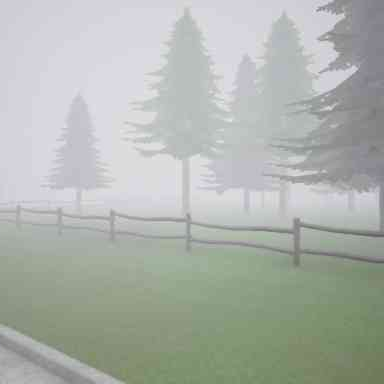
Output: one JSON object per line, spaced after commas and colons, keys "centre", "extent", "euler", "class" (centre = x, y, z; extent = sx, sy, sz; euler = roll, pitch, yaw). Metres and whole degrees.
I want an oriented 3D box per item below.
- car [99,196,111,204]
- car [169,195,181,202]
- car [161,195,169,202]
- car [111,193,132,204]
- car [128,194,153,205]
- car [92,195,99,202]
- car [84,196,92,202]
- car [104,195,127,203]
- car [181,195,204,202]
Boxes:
{"centre": [-14.516, 1.494, 63.183], "extent": [2.128, 1.511, 4.902], "euler": [0, 0, 35], "class": "car"}
{"centre": [-2.247, 1.418, 74.252], "extent": [1.882, 1.535, 5.008], "euler": [0, 0, 36], "class": "car"}
{"centre": [-5.068, 1.418, 76.324], "extent": [1.882, 1.535, 5.008], "euler": [0, 0, 36], "class": "car"}
{"centre": [-11.626, 1.257, 61.209], "extent": [2.150, 2.045, 5.566], "euler": [0, 0, 35], "class": "car"}
{"centre": [-8.770, 1.572, 59.186], "extent": [1.994, 1.385, 4.181], "euler": [0, 0, 35], "class": "car"}
{"centre": [-19.761, 1.524, 75.688], "extent": [1.994, 1.385, 4.181], "euler": [0, 0, 36], "class": "car"}
{"centre": [-22.594, 1.510, 77.744], "extent": [2.033, 1.411, 5.357], "euler": [0, 0, 36], "class": "car"}
{"centre": [-16.929, 1.499, 73.633], "extent": [2.128, 1.511, 4.902], "euler": [0, 0, 36], "class": "car"}
{"centre": [0.573, 1.480, 72.180], "extent": [2.033, 1.411, 5.357], "euler": [0, 0, 36], "class": "car"}
